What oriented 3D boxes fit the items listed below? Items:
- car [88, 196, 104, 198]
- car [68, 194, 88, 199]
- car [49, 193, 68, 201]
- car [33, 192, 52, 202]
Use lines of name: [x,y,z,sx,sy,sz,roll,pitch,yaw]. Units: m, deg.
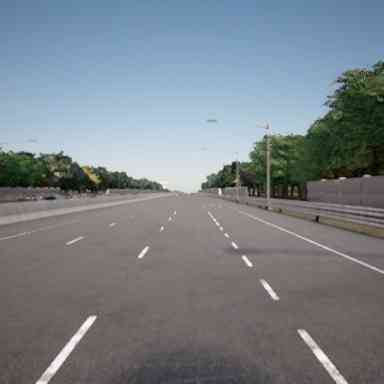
car: [-17.539,1.401,62.667,1.812,1.442,4.674,0,0,1]
car: [-21.035,1.227,62.701,2.097,1.767,4.553,0,0,0]
car: [-24.527,1.433,62.635,1.994,1.385,4.181,0,0,0]
car: [-28.017,1.098,63.384,2.150,2.045,5.566,0,0,0]
